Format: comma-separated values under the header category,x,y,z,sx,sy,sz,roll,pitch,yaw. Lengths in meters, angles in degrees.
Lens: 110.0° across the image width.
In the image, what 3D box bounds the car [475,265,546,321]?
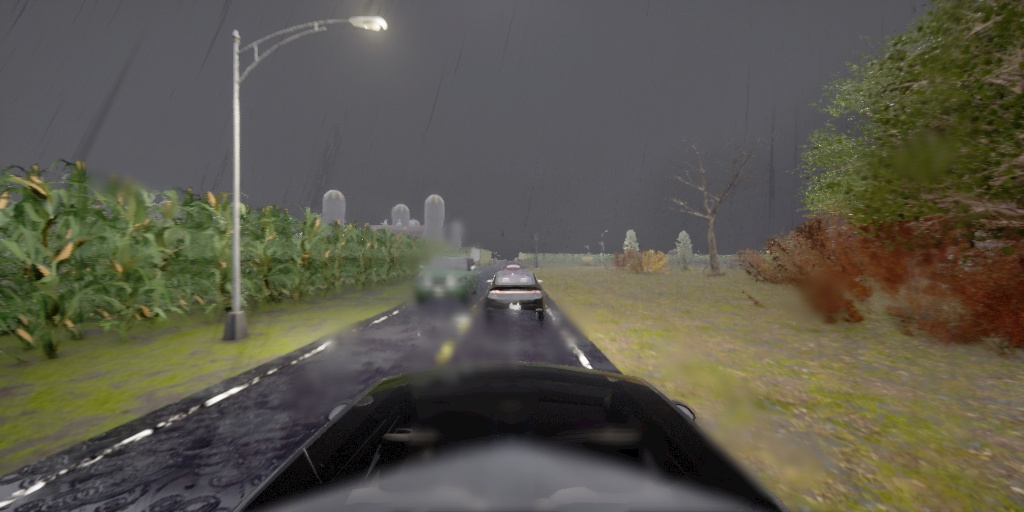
category,x,y,z,sx,sy,sz,roll,pitch,yaw
car,0.100,1.249,12.584,2.128,1.511,4.902,0,0,0

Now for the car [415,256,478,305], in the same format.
category,x,y,z,sx,sy,sz,roll,pitch,yaw
car,-2.765,0.988,16.476,2.150,2.045,5.566,0,-1,0

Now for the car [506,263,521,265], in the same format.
category,x,y,z,sx,sy,sz,roll,pitch,yaw
car,0.101,1.304,30.943,1.812,1.442,4.674,0,0,0
